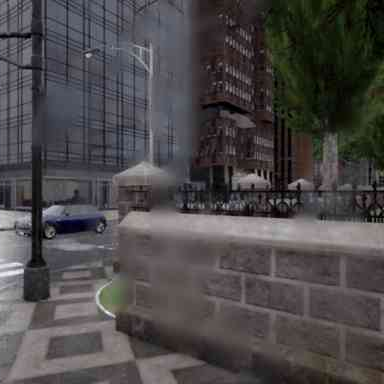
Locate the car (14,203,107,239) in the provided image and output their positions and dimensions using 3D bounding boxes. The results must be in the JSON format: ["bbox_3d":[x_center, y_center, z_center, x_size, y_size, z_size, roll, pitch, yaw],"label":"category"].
[{"bbox_3d":[-6.877,1.423,17.834,2.097,1.767,4.553,0,0,36],"label":"car"}]

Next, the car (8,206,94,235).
[{"bbox_3d":[-8.445,1.628,20.222,2.008,1.369,4.403,0,-1,36],"label":"car"}]
